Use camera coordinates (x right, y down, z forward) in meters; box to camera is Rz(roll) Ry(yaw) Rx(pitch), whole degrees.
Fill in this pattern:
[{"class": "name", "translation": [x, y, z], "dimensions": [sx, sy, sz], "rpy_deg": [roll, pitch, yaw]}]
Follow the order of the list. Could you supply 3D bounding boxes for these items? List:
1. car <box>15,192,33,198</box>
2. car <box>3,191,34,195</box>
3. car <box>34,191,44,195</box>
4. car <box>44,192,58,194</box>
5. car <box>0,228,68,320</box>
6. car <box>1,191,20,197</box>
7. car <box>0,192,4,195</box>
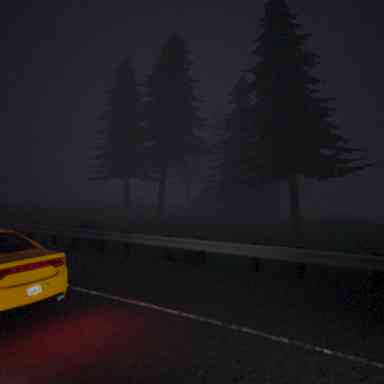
[{"class": "car", "translation": [-41.838, 0.777, 83.034], "dimensions": [2.128, 1.511, 4.902], "rpy_deg": [0, 0, -1]}, {"class": "car", "translation": [-35.667, 0.900, 68.533], "dimensions": [2.128, 1.511, 4.902], "rpy_deg": [0, 0, 10]}, {"class": "car", "translation": [-38.368, 0.628, 83.665], "dimensions": [2.097, 1.767, 4.553], "rpy_deg": [0, 0, -1]}, {"class": "car", "translation": [-34.878, 0.848, 83.865], "dimensions": [1.994, 1.385, 4.181], "rpy_deg": [0, 0, -1]}, {"class": "car", "translation": [-4.635, 1.410, 6.520], "dimensions": [5.008, 1.535, 1.882], "rpy_deg": [0, 0, 30]}, {"class": "car", "translation": [-45.362, 0.542, 83.368], "dimensions": [2.033, 1.411, 5.357], "rpy_deg": [0, 0, -1]}, {"class": "car", "translation": [-39.250, 0.704, 68.258], "dimensions": [2.097, 1.767, 4.553], "rpy_deg": [0, 0, 10]}]
